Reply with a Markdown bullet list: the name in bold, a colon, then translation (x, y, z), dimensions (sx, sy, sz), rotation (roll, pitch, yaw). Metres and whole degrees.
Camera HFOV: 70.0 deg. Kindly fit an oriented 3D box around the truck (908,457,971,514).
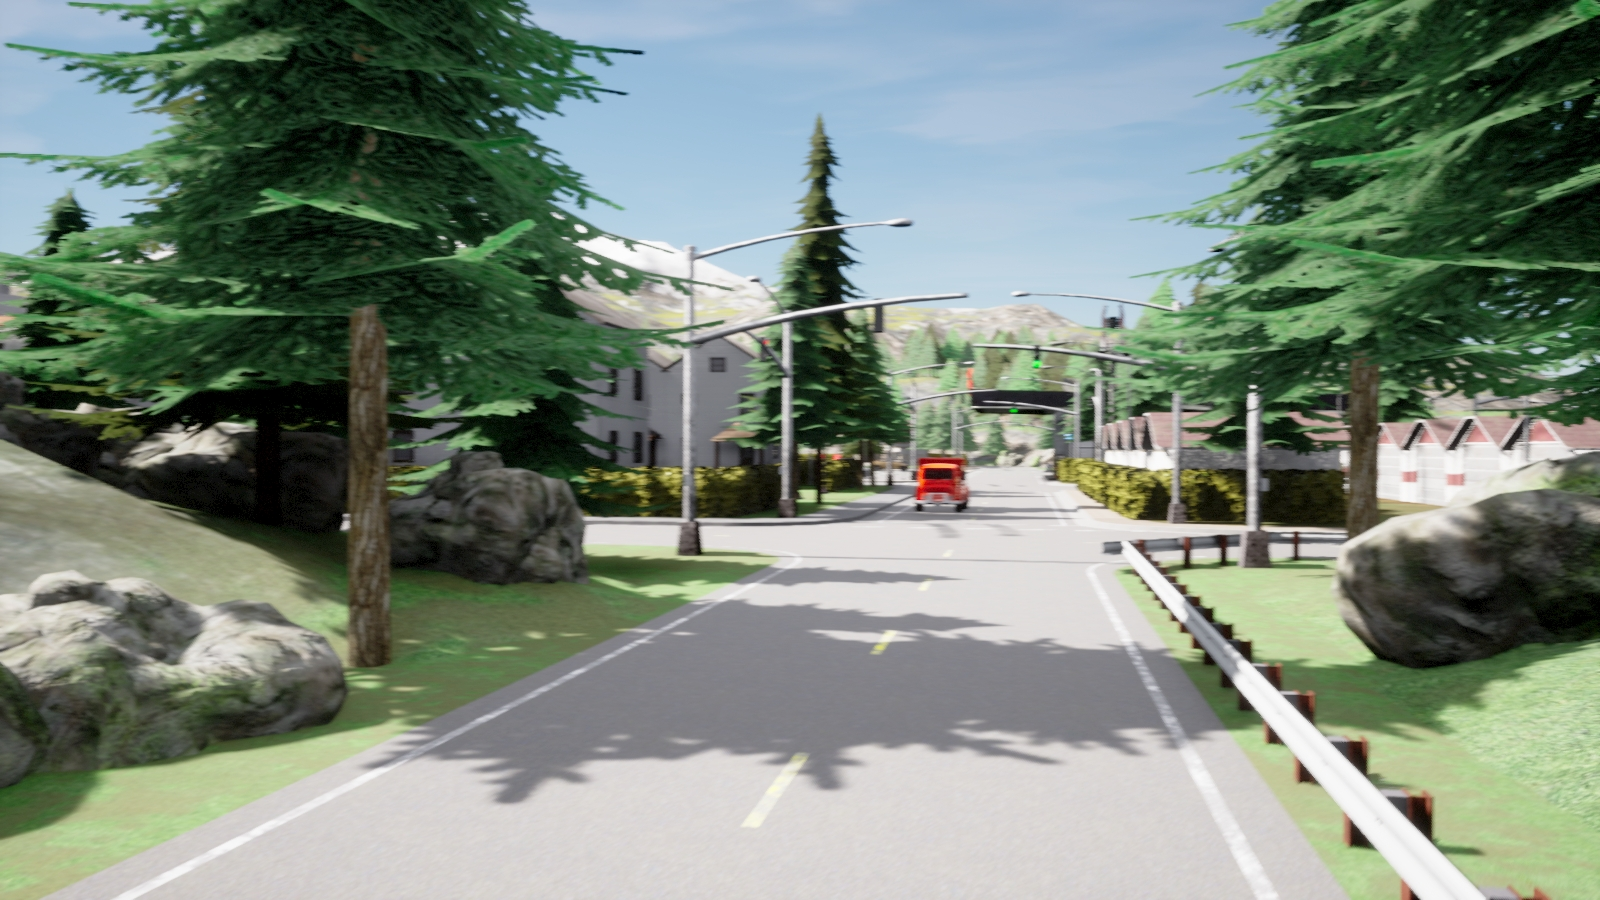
- **truck**: translation (6.586, 1.577, 53.368), dimensions (2.627, 2.467, 5.204), rotation (0, 0, 10)
